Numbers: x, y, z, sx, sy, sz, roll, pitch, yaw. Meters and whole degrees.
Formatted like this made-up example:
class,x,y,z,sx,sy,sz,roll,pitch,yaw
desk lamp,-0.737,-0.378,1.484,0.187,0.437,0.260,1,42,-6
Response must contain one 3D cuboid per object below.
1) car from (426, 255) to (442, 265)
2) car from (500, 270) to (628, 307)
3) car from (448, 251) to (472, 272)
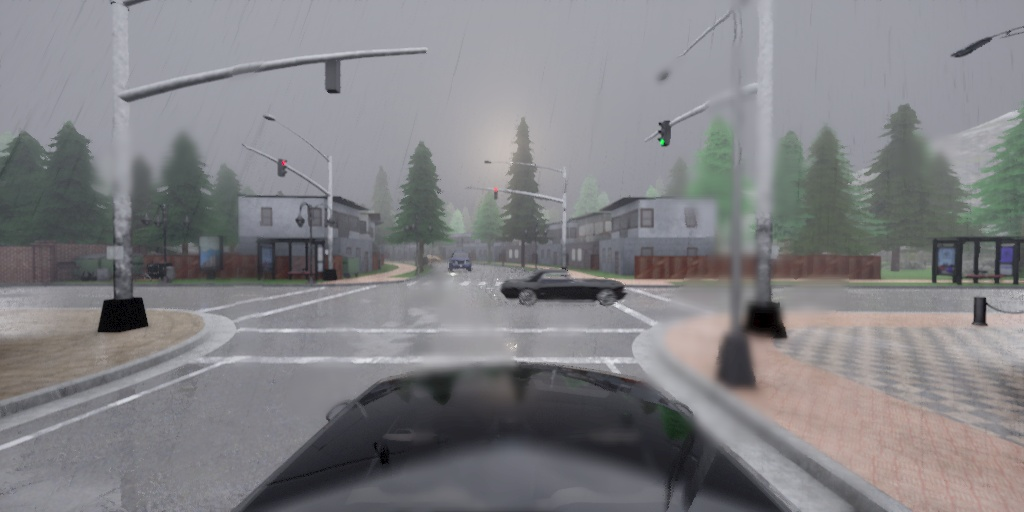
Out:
class,x,y,z,sx,sy,sz,roll,pitch,yaw
car,-12.763,0.543,57.652,1.882,1.535,5.008,0,0,-29
car,1.943,1.195,13.939,4.718,1.301,1.895,0,1,2
car,-5.348,0.525,36.959,2.150,2.045,5.566,0,1,-10
